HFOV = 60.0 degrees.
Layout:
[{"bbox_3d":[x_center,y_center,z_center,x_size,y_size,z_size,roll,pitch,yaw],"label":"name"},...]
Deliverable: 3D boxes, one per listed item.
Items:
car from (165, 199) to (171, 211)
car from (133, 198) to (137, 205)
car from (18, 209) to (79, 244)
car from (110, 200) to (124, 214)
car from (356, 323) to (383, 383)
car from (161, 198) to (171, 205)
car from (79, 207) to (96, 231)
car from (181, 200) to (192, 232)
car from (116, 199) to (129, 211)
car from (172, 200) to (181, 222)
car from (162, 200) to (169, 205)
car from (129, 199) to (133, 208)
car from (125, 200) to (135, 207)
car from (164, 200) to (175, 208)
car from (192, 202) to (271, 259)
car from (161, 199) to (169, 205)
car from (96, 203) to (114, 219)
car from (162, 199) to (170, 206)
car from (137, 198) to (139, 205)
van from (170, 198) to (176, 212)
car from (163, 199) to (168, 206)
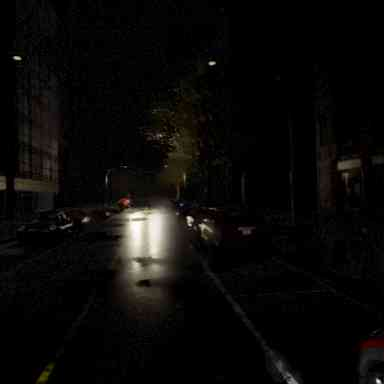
[{"bbox_3d":[-2.380,2.108,46.657,1.802,1.307,4.206,-1,-1,-7],"label":"car"},{"bbox_3d":[-14.084,2.402,73.696,2.192,1.841,5.009,-1,-1,-7],"label":"car"},{"bbox_3d":[-7.620,1.761,17.684,1.967,1.590,4.097,-1,-1,-7],"label":"car"},{"bbox_3d":[-10.830,2.201,45.520,1.752,1.417,4.829,-1,-1,-7],"label":"car"},{"bbox_3d":[2.789,1.406,1.843,1.967,1.590,4.097,-1,-1,-7],"label":"car"},{"bbox_3d":[-3.678,2.003,57.863,2.192,1.841,5.009,-1,-1,-7],"label":"car"},{"bbox_3d":[-8.264,1.936,23.284,1.887,1.381,4.507,-1,-1,-7],"label":"car"},{"bbox_3d":[0.847,1.484,18.650,2.192,1.841,5.009,-1,-1,-7],"label":"car"},{"bbox_3d":[-11.500,2.073,51.291,2.192,1.841,5.009,-1,-1,-7],"label":"car"},{"bbox_3d":[-0.443,1.750,29.853,1.967,1.590,4.097,-1,-1,-7],"label":"car"},{"bbox_3d":[-6.903,2.686,85.869,1.802,1.307,4.206,-1,-1,-7],"label":"car"},{"bbox_3d":[-12.792,2.237,62.494,2.192,1.841,5.009,-1,-1,-7],"label":"car"},{"bbox_3d":[-14.725,2.715,79.295,1.887,1.381,4.507,-1,-1,-7],"label":"car"},{"bbox_3d":[-4.319,2.315,63.462,1.887,1.381,4.507,-1,-1,-7],"label":"car"},{"bbox_3d":[1.493,1.414,13.048,2.192,1.841,5.009,-1,-1,-7],"label":"car"},{"bbox_3d":[-7.552,2.630,91.473,1.967,1.590,4.097,-1,-1,-7],"label":"car"},{"bbox_3d":[-9.556,2.114,34.487,1.802,1.307,4.206,-1,-1,-7],"label":"car"},{"bbox_3d":[-6.278,2.546,80.437,1.752,1.417,4.829,-1,-1,-7],"label":"car"},{"bbox_3d":[-16.017,2.908,90.497,1.947,1.339,4.313,-1,-1,-7],"label":"car"},{"bbox_3d":[-1.091,1.721,35.456,1.690,1.788,3.998,-1,-1,-7],"label":"van"},{"bbox_3d":[-3.027,2.172,52.257,1.947,1.339,4.313,-1,-1,-7],"label":"car"}]
